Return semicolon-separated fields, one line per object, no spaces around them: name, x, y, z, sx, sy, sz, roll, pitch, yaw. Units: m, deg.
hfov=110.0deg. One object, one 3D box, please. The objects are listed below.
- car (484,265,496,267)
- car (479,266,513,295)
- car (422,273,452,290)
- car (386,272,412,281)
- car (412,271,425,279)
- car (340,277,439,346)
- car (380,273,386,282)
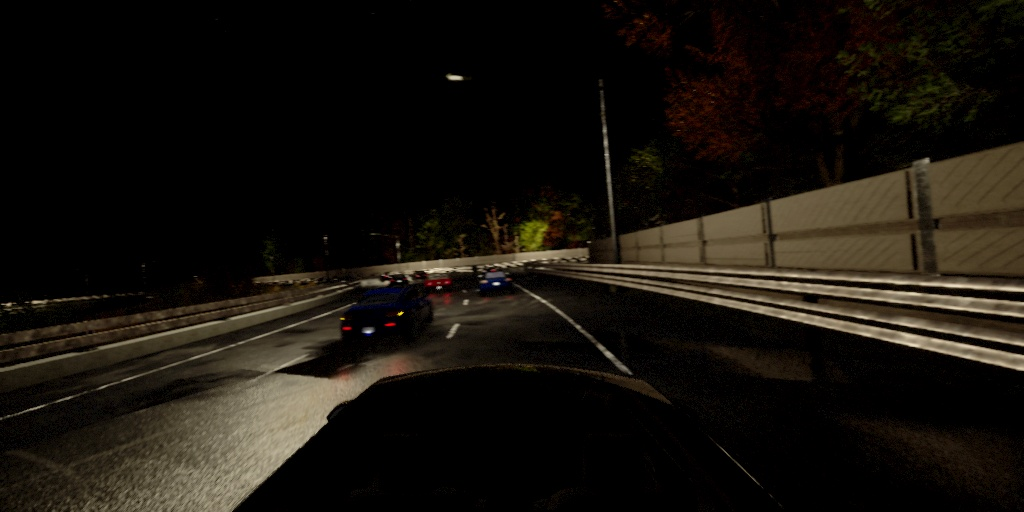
car;-2.386;1.776;40.080;2.128;1.511;4.902;-5;-1;-3
car;-1.066;1.583;22.465;1.994;1.385;4.181;-5;-1;-5
car;-5.807;2.066;28.354;1.895;1.301;4.718;-5;0;-12
car;-12.300;2.664;39.075;1.994;1.385;4.181;-5;0;-17
car;-13.169;2.826;51.187;2.033;1.411;5.357;-5;-1;-24
car;-3.631;1.657;11.018;1.812;1.442;4.674;-5;0;-3
car;-19.677;3.357;56.430;2.128;1.511;4.902;-4;-1;-27
